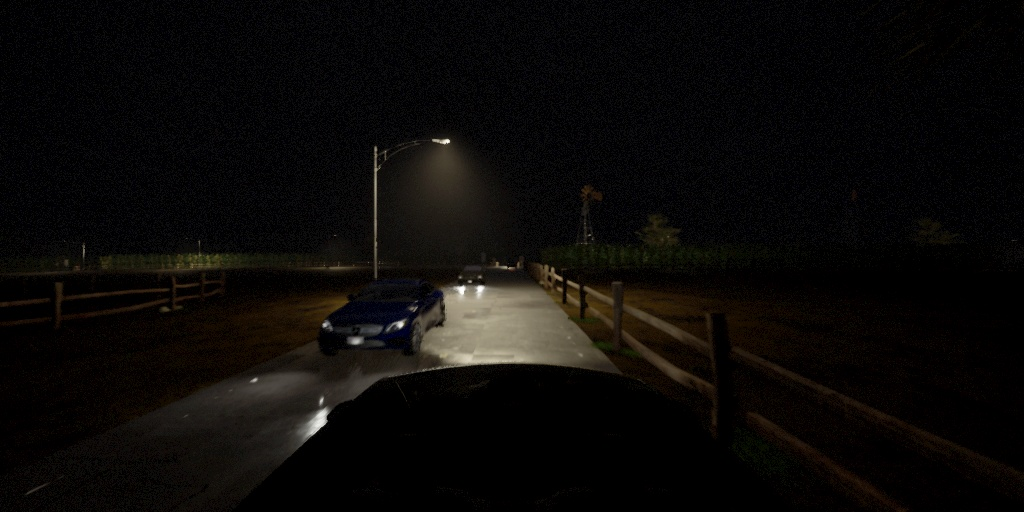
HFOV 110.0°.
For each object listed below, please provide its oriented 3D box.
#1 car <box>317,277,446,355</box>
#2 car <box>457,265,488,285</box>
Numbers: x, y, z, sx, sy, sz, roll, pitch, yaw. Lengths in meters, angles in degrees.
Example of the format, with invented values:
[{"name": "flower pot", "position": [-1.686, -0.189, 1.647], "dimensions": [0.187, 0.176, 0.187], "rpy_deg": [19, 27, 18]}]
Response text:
[{"name": "car", "position": [-2.819, 1.277, 8.814], "dimensions": [1.812, 1.442, 4.674], "rpy_deg": [0, 0, 0]}, {"name": "car", "position": [-2.790, 1.340, 26.718], "dimensions": [2.033, 1.411, 5.357], "rpy_deg": [0, 0, 1]}]
